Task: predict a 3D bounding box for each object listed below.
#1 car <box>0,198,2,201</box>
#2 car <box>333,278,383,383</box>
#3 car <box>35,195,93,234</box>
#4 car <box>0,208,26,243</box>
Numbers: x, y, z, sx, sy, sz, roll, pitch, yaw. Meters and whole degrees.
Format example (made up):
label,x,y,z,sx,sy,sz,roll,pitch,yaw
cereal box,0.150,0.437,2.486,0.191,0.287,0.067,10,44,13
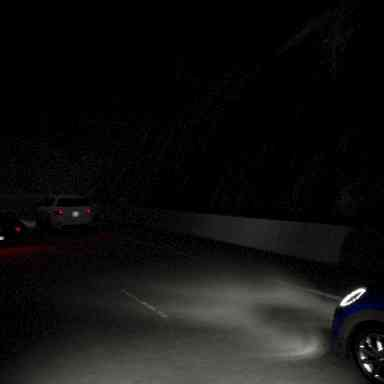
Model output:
label,x,y,z,sx,sy,sz,roll,pitch,yaw
car,-18.483,1.166,29.905,2.150,2.045,5.566,0,0,-31
car,3.764,1.346,3.151,2.097,1.767,4.553,0,0,-35
car,-7.495,1.186,19.252,2.150,2.045,5.566,0,0,-35
car,-9.003,1.572,15.280,1.895,1.301,4.718,0,0,-35
